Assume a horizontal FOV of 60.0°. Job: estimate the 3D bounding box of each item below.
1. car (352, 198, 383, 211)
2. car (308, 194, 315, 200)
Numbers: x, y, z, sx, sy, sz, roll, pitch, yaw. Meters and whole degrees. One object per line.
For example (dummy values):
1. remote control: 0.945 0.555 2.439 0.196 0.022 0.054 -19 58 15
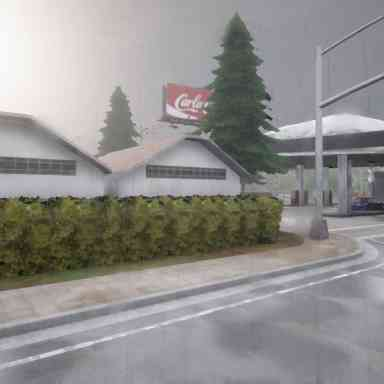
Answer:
1. car: 20.814 1.480 39.371 4.611 1.667 2.242 0 0 -36
2. car: 31.815 1.330 88.879 2.152 1.636 5.027 0 0 -36
